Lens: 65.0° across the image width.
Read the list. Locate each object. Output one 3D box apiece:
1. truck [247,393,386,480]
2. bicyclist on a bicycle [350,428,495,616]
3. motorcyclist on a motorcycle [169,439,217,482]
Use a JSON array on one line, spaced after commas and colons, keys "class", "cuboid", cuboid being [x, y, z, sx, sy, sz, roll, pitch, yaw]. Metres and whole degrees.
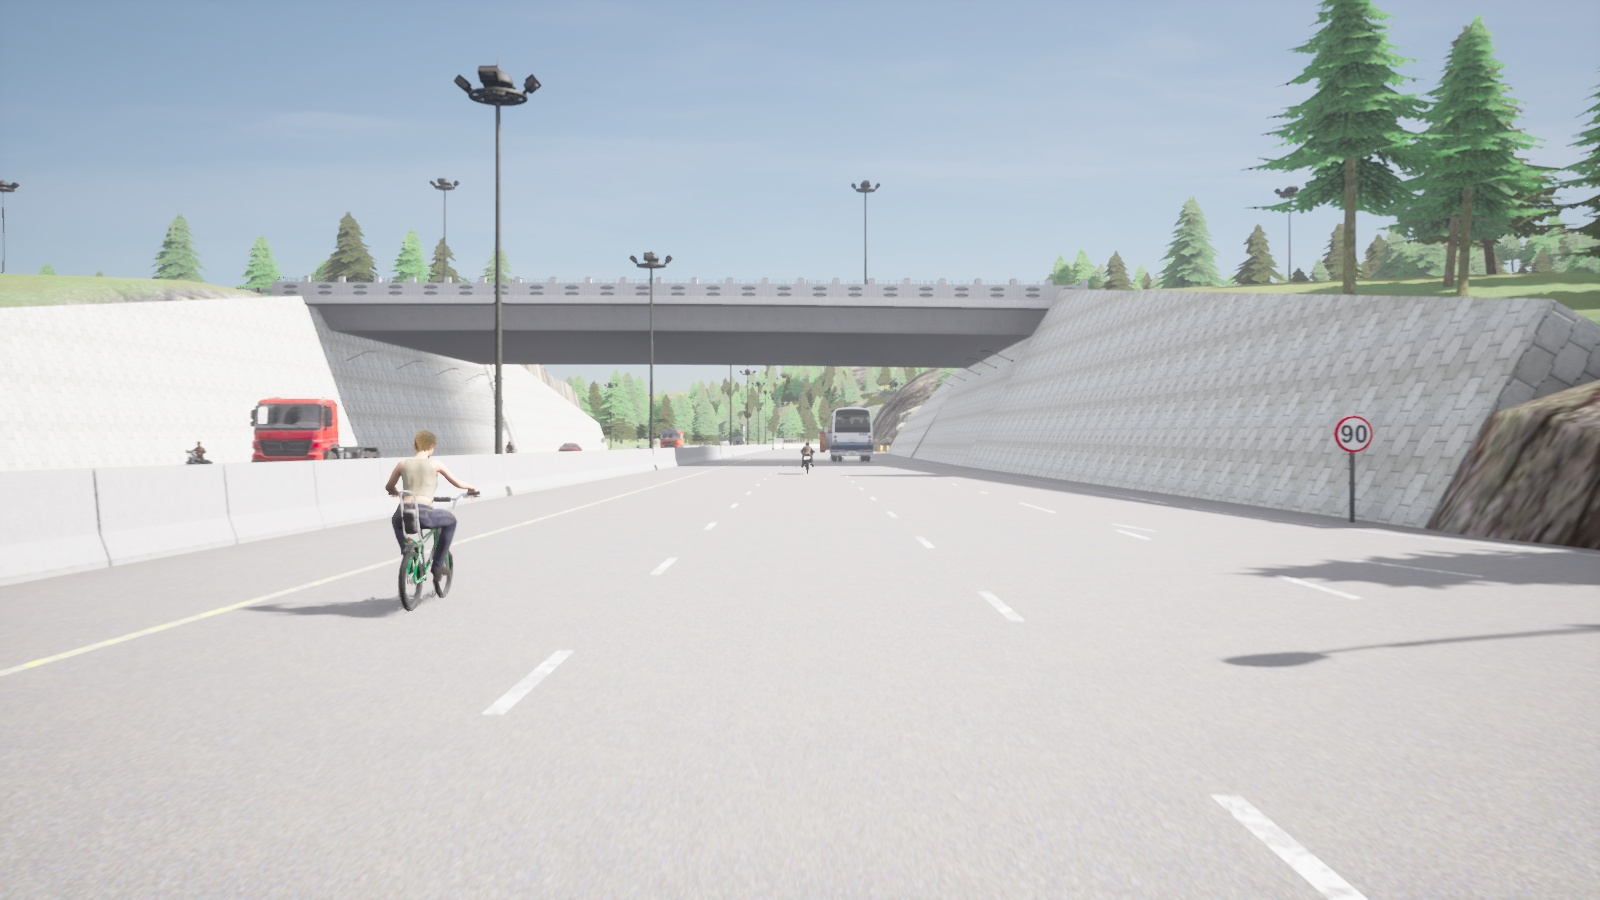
[{"class": "truck", "cuboid": [-20.676, -0.558, 54.241, 2.891, 3.462, 7.936, 0, 0, 0]}, {"class": "bicyclist on a bicycle", "cuboid": [-3.424, 0.615, 11.533, 0.866, 1.612, 1.509, 0, 0, 1]}, {"class": "motorcyclist on a motorcycle", "cuboid": [-24.200, 0.395, 50.082, 0.766, 1.649, 2.350, 0, 0, 0]}]
